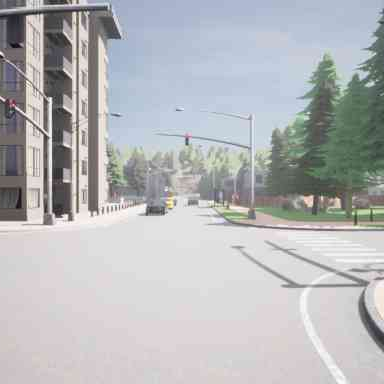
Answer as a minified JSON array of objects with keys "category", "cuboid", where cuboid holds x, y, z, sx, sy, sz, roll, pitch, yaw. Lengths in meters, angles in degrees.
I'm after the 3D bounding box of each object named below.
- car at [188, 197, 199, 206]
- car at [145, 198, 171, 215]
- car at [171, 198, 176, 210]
[{"category":"car","cuboid":[0.185,1.547,55.689,2.033,1.411,5.357,0,0,0]},{"category":"car","cuboid":[-3.489,1.478,33.508,1.882,1.535,5.008,0,0,0]},{"category":"car","cuboid":[-3.447,1.478,43.469,1.882,1.535,5.008,0,0,0]}]
